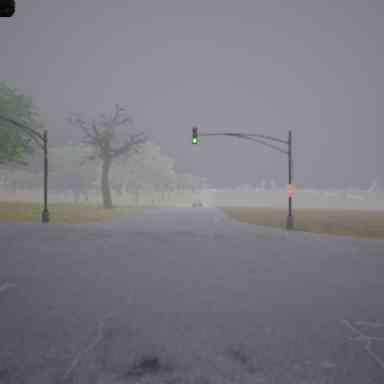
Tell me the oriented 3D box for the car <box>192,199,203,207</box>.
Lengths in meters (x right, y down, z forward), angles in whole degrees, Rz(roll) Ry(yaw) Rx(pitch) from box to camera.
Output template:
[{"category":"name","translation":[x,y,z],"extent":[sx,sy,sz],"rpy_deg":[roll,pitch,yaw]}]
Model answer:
[{"category":"car","translation":[1.063,2.166,64.220],"extent":[1.994,1.385,4.181],"rpy_deg":[0,-1,1]}]

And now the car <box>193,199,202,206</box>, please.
[{"category":"car","translation":[1.292,2.255,74.259],"extent":[1.837,1.490,4.892],"rpy_deg":[0,-2,1]}]
